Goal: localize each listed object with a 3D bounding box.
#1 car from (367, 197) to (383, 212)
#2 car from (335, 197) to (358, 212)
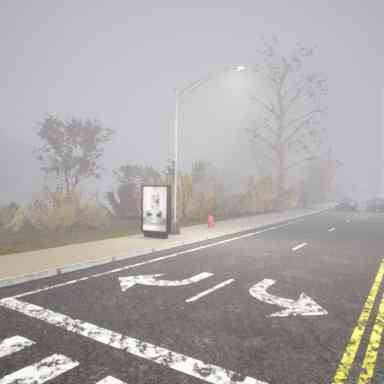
[{"bbox_3d":[21.359,1.393,38.233,2.097,1.767,4.553,0,0,30],"label":"car"},{"bbox_3d":[18.549,1.390,39.866,2.097,1.767,4.553,0,0,30],"label":"car"}]
